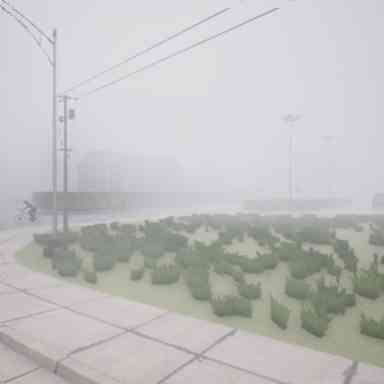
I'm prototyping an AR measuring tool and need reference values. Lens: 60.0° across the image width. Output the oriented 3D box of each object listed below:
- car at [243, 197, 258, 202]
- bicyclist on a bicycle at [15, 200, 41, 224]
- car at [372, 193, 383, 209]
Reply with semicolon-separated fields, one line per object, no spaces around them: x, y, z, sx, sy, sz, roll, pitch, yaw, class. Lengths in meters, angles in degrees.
9.616;1.549;52.044;1.812;1.442;4.674;0;0;36;car
-11.346;1.402;23.034;1.656;1.620;0.582;0;0;-22;bicyclist on a bicycle
24.962;1.221;43.451;2.150;2.045;5.566;0;-1;35;car
